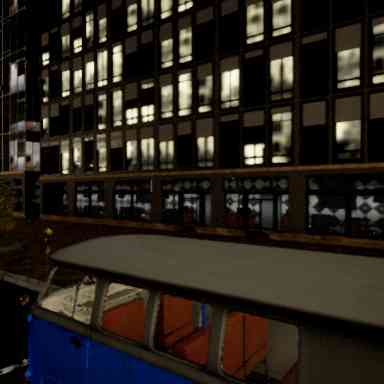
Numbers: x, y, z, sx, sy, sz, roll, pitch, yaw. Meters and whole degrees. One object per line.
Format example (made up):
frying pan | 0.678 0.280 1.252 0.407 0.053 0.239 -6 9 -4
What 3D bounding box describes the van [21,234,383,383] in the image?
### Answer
van | 0.274 1.341 2.677 3.998 1.788 1.690 0 0 36
